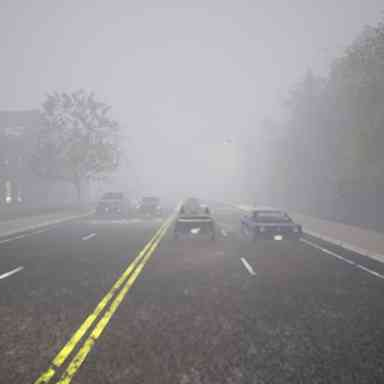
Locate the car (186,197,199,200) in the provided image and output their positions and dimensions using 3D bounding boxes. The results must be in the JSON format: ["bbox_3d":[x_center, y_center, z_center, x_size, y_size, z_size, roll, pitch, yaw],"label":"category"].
[{"bbox_3d":[0.055,1.237,34.049,1.812,1.442,4.674,0,0,-1],"label":"car"}]

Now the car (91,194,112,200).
[{"bbox_3d":[-20.634,1.184,75.745,4.313,1.339,1.947,-1,2,-1],"label":"car"}]

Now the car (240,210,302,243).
[{"bbox_3d":[3.361,1.471,15.145,1.895,1.301,4.718,0,0,0],"label":"car"}]

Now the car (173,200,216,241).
[{"bbox_3d":[0.113,1.355,15.945,2.128,1.511,4.902,0,0,0],"label":"car"}]

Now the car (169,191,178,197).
[{"bbox_3d":[-3.805,0.521,67.939,1.882,1.535,5.008,0,0,-1],"label":"car"}]

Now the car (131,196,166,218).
[{"bbox_3d":[-3.344,1.120,27.327,2.097,1.767,4.553,0,0,0],"label":"car"}]

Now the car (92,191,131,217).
[{"bbox_3d":[-6.594,0.980,28.463,2.150,2.045,5.566,0,0,0],"label":"car"}]
